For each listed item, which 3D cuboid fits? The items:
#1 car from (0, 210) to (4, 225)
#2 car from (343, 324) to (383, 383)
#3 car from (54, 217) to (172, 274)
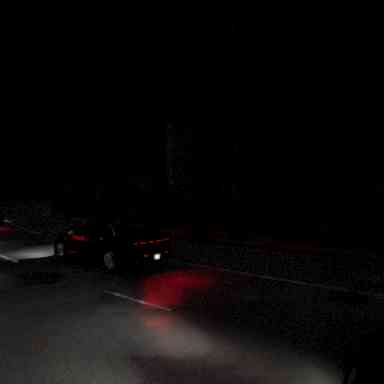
[{"bbox_3d":[-15.893,1.836,26.036,1.812,1.442,4.674,0,0,-35],"label":"car"},{"bbox_3d":[3.338,1.598,1.710,4.718,1.301,1.895,-1,-1,35],"label":"car"},{"bbox_3d":[-2.798,1.607,11.096,4.892,1.490,1.837,-1,0,42],"label":"car"}]
